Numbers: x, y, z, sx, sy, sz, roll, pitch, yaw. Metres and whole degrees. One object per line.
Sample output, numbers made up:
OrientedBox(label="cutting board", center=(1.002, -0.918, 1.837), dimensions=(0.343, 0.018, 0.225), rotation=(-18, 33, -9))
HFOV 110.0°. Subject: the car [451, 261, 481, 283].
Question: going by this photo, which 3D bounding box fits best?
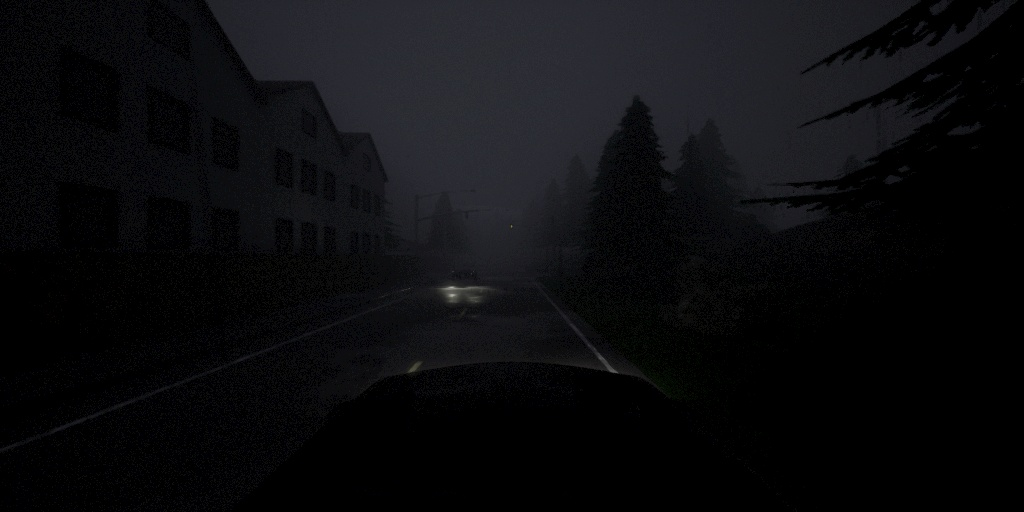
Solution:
OrientedBox(label="car", center=(-3.493, 1.151, 28.069), dimensions=(1.882, 1.535, 5.008), rotation=(0, 0, 0))
